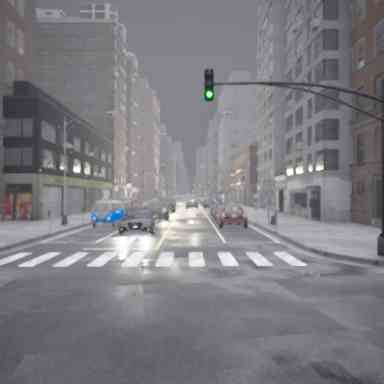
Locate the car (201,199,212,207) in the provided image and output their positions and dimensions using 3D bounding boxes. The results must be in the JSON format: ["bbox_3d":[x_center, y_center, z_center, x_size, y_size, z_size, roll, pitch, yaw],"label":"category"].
[{"bbox_3d":[2.672,1.935,61.995,1.887,1.381,4.507,0,0,0],"label":"car"}]

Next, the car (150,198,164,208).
[{"bbox_3d":[-5.850,1.797,56.450,1.967,1.590,4.097,0,0,0],"label":"car"}]

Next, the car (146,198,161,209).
[{"bbox_3d":[-5.845,1.762,50.927,1.967,1.590,4.097,0,0,0],"label":"car"}]

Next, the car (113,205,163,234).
[{"bbox_3d":[-3.057,1.689,19.819,1.994,1.385,4.181,0,0,0],"label":"car"}]

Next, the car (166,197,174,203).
[{"bbox_3d":[-5.873,2.117,89.590,2.008,1.369,4.403,0,0,0],"label":"car"}]

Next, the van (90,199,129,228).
[{"bbox_3d":[-5.826,1.489,23.310,1.690,1.788,3.998,0,0,0],"label":"van"}]

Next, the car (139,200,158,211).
[{"bbox_3d":[-5.842,1.838,45.403,2.008,1.369,4.403,0,0,0],"label":"car"}]

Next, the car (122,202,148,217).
[{"bbox_3d":[-5.834,1.783,34.356,1.947,1.339,4.313,0,0,0],"label":"car"}]

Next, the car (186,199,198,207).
[{"bbox_3d":[0.006,1.943,60.082,1.994,1.385,4.181,0,0,0],"label":"car"}]

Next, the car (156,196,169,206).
[{"bbox_3d":[-5.858,1.742,67.498,2.192,1.841,5.009,0,0,0],"label":"car"}]

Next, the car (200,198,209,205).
[{"bbox_3d":[2.665,2.043,73.044,1.802,1.307,4.206,0,0,0],"label":"car"}]

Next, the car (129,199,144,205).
[{"bbox_3d":[-5.830,1.497,28.834,2.192,1.841,5.009,0,0,0],"label":"car"}]

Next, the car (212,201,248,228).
[{"bbox_3d":[2.700,1.586,23.321,1.967,1.590,4.097,0,0,0],"label":"car"}]

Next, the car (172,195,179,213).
[{"bbox_3d":[-3.060,1.476,40.237,2.150,2.045,5.566,0,0,0],"label":"car"}]

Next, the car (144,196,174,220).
[{"bbox_3d":[-3.061,1.540,29.855,2.097,1.767,4.553,0,0,0],"label":"car"}]

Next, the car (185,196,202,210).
[{"bbox_3d":[0.014,1.805,49.664,2.128,1.511,4.902,0,0,0],"label":"car"}]

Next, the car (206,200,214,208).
[{"bbox_3d":[2.692,1.797,34.370,1.802,1.307,4.206,0,0,0],"label":"car"}]

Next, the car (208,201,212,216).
[{"bbox_3d":[2.696,1.746,28.845,1.947,1.339,4.313,0,0,0],"label":"car"}]

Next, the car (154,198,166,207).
[{"bbox_3d":[-5.853,1.917,61.803,1.752,1.417,4.829,0,0,0],"label":"car"}]

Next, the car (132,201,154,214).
[{"bbox_3d":[-5.838,1.803,39.879,2.008,1.369,4.403,0,0,0],"label":"car"}]

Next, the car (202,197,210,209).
[{"bbox_3d":[2.680,1.886,50.945,1.947,1.339,4.313,0,0,0],"label":"car"}]

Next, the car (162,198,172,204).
[{"bbox_3d":[-5.865,2.063,78.544,1.947,1.339,4.313,0,0,0],"label":"car"}]

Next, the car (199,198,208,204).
[{"bbox_3d":[2.660,2.040,78.569,1.887,1.381,4.507,0,0,0],"label":"car"}]
